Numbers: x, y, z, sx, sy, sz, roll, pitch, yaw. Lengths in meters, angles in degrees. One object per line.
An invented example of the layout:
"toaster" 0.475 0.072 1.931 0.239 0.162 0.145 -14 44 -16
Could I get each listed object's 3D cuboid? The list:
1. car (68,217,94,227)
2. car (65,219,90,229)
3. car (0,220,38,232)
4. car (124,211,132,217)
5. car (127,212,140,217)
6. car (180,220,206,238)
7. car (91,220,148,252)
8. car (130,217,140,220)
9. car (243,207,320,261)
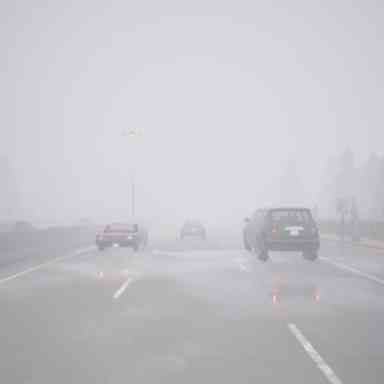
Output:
"car" -14.061 4.058 42.947 2.097 1.767 4.553 0 -5 0
"car" -17.539 4.865 51.264 2.128 1.511 4.902 0 -5 1
"car" -10.596 2.339 19.292 1.812 1.442 4.674 0 -4 0
"car" -17.507 5.967 92.912 1.812 1.442 4.674 0 2 0
"car" -14.007 6.394 81.803 1.837 1.490 4.892 0 0 0
"car" 0.098 2.982 26.886 1.994 1.385 4.181 0 -5 0
"car" -3.401 2.242 17.063 1.895 1.301 4.718 0 -4 0
"car" -10.521 5.555 59.149 2.033 1.411 5.357 0 -5 1
"car" 3.599 1.679 14.333 2.150 2.045 5.566 0 -3 0
